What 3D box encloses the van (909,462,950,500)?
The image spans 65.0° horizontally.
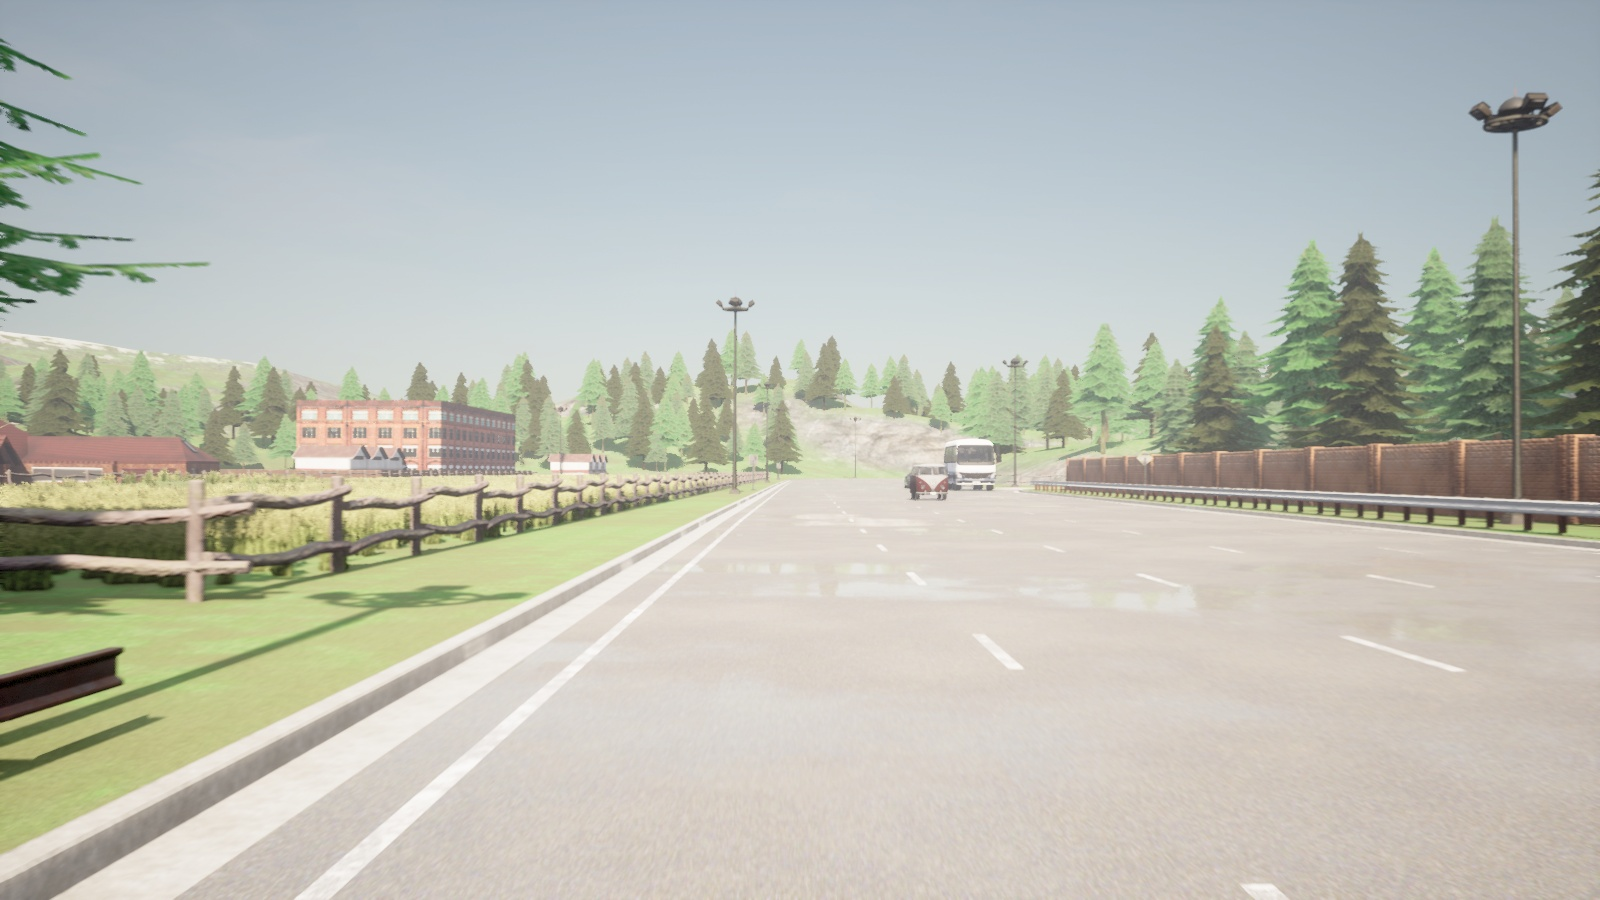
[{"bbox_3d":[6.995,1.677,67.995,1.775,1.987,4.442,0,-1,0],"label":"van"}]
